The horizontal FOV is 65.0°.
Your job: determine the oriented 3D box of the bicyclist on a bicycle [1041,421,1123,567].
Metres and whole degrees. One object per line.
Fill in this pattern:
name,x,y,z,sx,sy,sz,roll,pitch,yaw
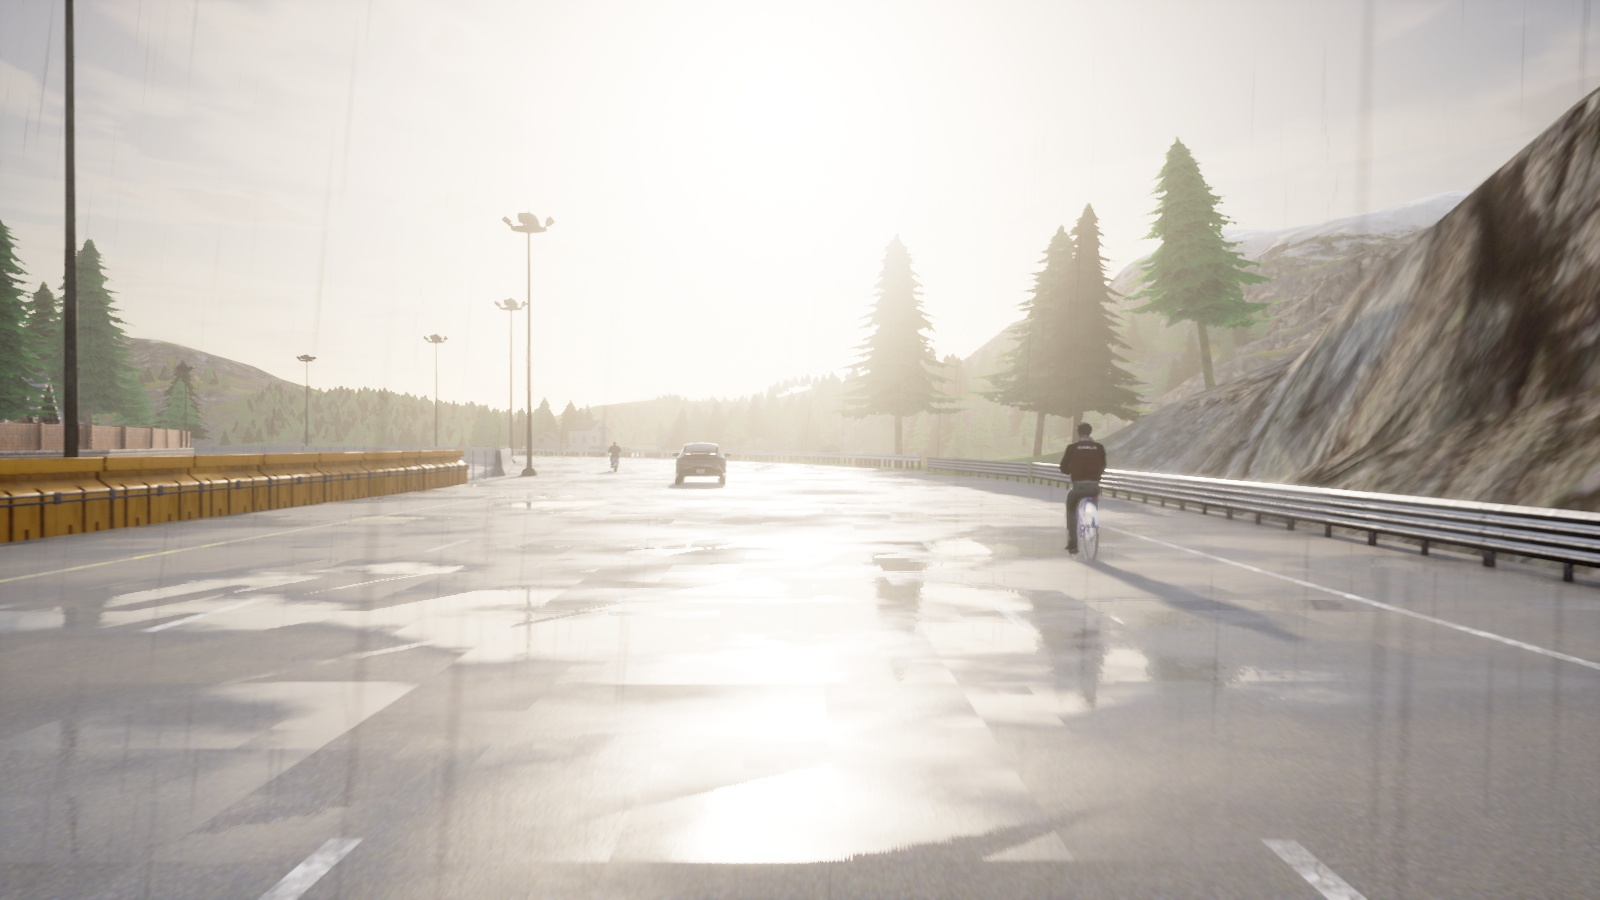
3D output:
bicyclist on a bicycle,3.610,0.529,16.220,0.659,1.776,1.843,0,0,0

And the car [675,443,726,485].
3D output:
car,-3.726,0.482,47.277,1.837,1.490,4.892,0,0,-4
